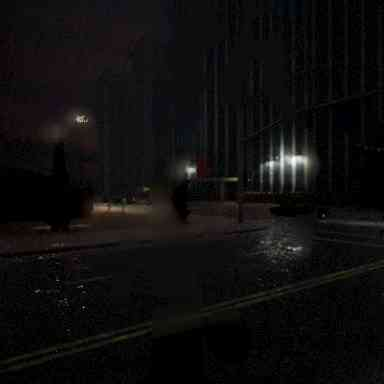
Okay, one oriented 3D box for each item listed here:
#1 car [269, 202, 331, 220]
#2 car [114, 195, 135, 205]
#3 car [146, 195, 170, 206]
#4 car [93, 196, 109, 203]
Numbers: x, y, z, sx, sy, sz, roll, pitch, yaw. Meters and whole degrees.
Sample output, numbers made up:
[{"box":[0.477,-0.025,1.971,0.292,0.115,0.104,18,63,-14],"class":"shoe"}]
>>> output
[{"box":[8.709,1.490,27.055,1.895,1.301,4.718,0,0,-36],"class":"car"},{"box":[-11.053,1.245,54.268,2.097,1.767,4.553,0,0,-35],"class":"car"},{"box":[-5.319,1.227,52.286,2.097,1.767,4.553,0,0,-36],"class":"car"},{"box":[-17.375,1.459,63.116,1.994,1.385,4.181,0,0,-36],"class":"car"}]
